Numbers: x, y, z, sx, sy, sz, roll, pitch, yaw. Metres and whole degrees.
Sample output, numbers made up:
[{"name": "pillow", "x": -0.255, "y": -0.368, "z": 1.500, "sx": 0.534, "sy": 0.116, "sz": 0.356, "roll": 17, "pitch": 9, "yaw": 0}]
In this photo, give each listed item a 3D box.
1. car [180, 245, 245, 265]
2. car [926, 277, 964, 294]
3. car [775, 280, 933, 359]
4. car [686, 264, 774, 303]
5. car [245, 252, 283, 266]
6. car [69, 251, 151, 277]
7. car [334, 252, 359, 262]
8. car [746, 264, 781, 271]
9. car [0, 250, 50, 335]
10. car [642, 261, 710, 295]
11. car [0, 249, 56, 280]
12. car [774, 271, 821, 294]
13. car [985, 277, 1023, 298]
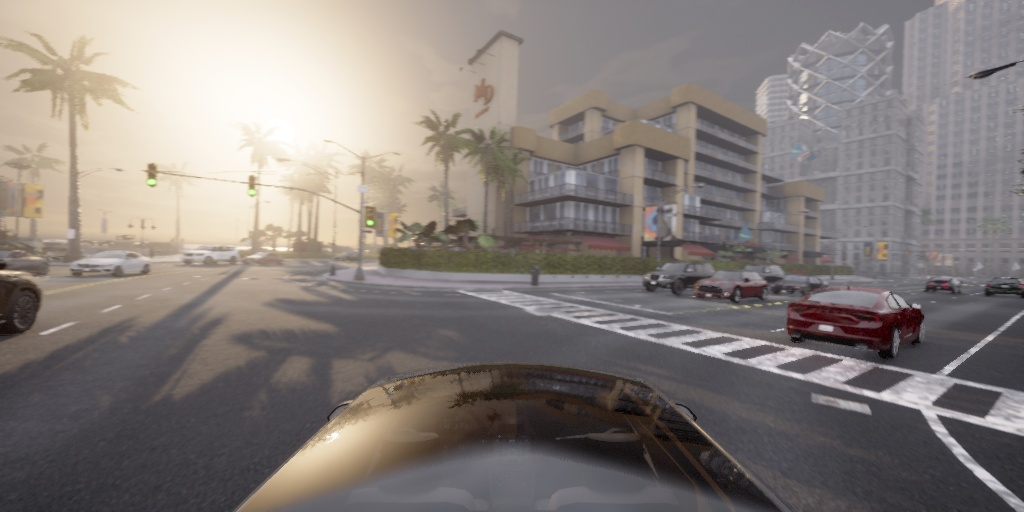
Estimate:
[{"name": "car", "x": -30.676, "y": -0.148, "z": 36.685, "sx": 2.150, "sy": 2.045, "sz": 5.566, "roll": 2, "pitch": 0, "yaw": -2}, {"name": "car", "x": 40.819, "y": 2.719, "z": 33.888, "sx": 4.892, "sy": 1.490, "sz": 1.837, "roll": 1, "pitch": 0, "yaw": -32}, {"name": "car", "x": 9.180, "y": 1.556, "z": 9.511, "sx": 5.008, "sy": 1.535, "sz": 1.882, "roll": 2, "pitch": 0, "yaw": -34}, {"name": "car", "x": 12.165, "y": 1.535, "z": 19.908, "sx": 4.553, "sy": 1.767, "sz": 2.097, "roll": 2, "pitch": 0, "yaw": -33}, {"name": "car", "x": -27.203, "y": 0.279, "z": 39.402, "sx": 1.812, "sy": 1.442, "sz": 4.674, "roll": 2, "pitch": 0, "yaw": 1}, {"name": "car", "x": -23.623, "y": 0.415, "z": 21.355, "sx": 1.812, "sy": 1.442, "sz": 4.674, "roll": 2, "pitch": 0, "yaw": -22}, {"name": "car", "x": -26.644, "y": 0.119, "z": 58.054, "sx": 2.097, "sy": 1.767, "sz": 4.553, "roll": 2, "pitch": 0, "yaw": 22}, {"name": "car", "x": 19.665, "y": 1.672, "z": 28.841, "sx": 5.566, "sy": 2.045, "sz": 2.150, "roll": 2, "pitch": 0, "yaw": -32}, {"name": "car", "x": -10.097, "y": 0.605, "z": 5.429, "sx": 2.150, "sy": 2.045, "sz": 5.566, "roll": 2, "pitch": 0, "yaw": -32}, {"name": "car", "x": 10.938, "y": 1.358, "z": 23.283, "sx": 5.566, "sy": 2.045, "sz": 2.150, "roll": 2, "pitch": 0, "yaw": -32}, {"name": "car", "x": -25.774, "y": 0.376, "z": 17.956, "sx": 1.994, "sy": 1.385, "sz": 4.181, "roll": 2, "pitch": 0, "yaw": -26}, {"name": "car", "x": 20.136, "y": 2.016, "z": 25.000, "sx": 5.357, "sy": 1.411, "sz": 2.033, "roll": 2, "pitch": 0, "yaw": -32}, {"name": "car", "x": 43.221, "y": 2.652, "z": 31.267, "sx": 4.553, "sy": 1.767, "sz": 2.097, "roll": 2, "pitch": 0, "yaw": -32}]
